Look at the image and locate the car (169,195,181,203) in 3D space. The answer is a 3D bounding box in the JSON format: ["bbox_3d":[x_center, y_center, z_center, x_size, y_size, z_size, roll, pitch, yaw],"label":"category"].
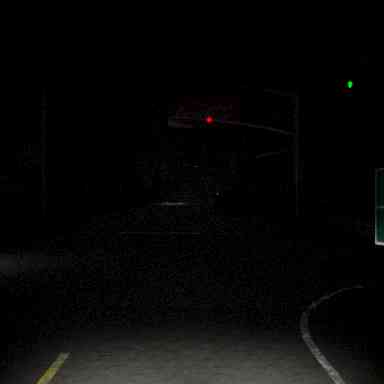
[{"bbox_3d":[-3.598,1.352,68.605,2.097,1.767,4.553,0,0,0],"label":"car"}]

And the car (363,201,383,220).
[{"bbox_3d":[18.631,1.672,30.680,4.611,1.667,2.242,0,0,0],"label":"car"}]

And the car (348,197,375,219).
[{"bbox_3d":[14.316,1.505,25.001,3.866,1.878,1.905,0,0,0],"label":"car"}]

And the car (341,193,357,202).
[{"bbox_3d":[34.755,1.489,71.902,2.007,1.523,4.514,0,0,0],"label":"car"}]

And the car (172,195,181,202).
[{"bbox_3d":[-3.603,1.540,78.927,2.033,1.411,5.357,0,0,0],"label":"car"}]

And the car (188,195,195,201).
[{"bbox_3d":[-0.113,1.552,86.348,1.994,1.385,4.181,0,0,0],"label":"car"}]

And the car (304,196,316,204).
[{"bbox_3d":[22.368,1.552,64.085,1.970,1.475,3.806,0,0,0],"label":"car"}]
